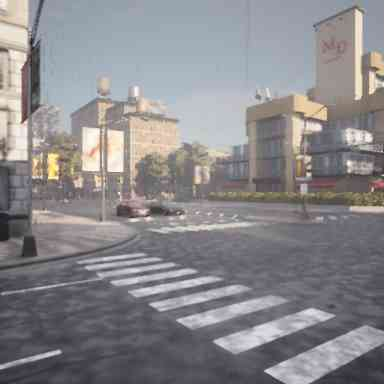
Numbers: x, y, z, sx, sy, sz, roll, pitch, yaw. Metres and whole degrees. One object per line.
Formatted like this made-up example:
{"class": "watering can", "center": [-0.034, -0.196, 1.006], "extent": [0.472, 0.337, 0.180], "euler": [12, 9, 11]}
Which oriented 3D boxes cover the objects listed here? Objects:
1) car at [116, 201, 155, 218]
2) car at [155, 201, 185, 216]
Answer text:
{"class": "car", "center": [-5.548, 1.557, 31.018], "extent": [1.812, 1.442, 4.674], "euler": [0, 0, -34]}
{"class": "car", "center": [-2.816, 1.586, 33.205], "extent": [2.033, 1.411, 5.357], "euler": [0, 0, -36]}
